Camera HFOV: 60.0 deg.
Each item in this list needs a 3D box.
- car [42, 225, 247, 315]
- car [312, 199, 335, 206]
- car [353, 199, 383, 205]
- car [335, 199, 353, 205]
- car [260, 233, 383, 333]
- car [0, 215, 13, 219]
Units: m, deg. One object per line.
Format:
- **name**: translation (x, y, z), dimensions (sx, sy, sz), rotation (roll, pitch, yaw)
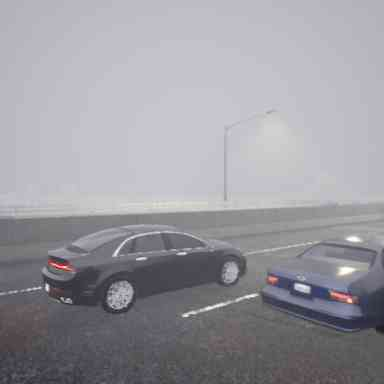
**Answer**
- **car**: translation (-0.802, 1.526, 7.698), dimensions (4.892, 1.490, 1.837), rotation (0, 0, -39)
- **car**: translation (18.454, 1.701, 45.842), dimensions (4.674, 1.442, 1.812), rotation (0, 0, -39)
- **car**: translation (21.687, 1.713, 39.466), dimensions (5.357, 1.411, 2.033), rotation (0, 0, -39)
- **car**: translation (20.984, 1.700, 43.385), dimensions (4.674, 1.442, 1.812), rotation (0, 0, -39)
- **car**: translation (3.702, 1.577, 6.823), dimensions (5.357, 1.411, 2.033), rotation (0, 0, -39)
- **car**: translation (-12.008, 1.565, 16.911), dimensions (5.357, 1.411, 2.033), rotation (0, 0, -39)
